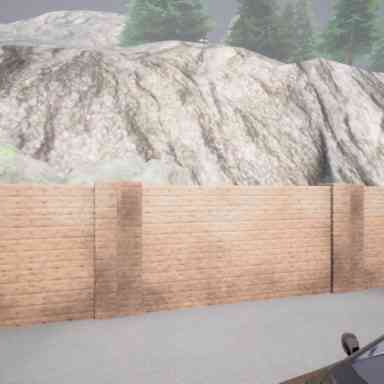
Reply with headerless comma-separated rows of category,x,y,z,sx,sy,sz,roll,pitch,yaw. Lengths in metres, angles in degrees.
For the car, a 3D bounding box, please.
car,2.193,1.492,1.896,4.902,1.511,2.128,0,0,-18
